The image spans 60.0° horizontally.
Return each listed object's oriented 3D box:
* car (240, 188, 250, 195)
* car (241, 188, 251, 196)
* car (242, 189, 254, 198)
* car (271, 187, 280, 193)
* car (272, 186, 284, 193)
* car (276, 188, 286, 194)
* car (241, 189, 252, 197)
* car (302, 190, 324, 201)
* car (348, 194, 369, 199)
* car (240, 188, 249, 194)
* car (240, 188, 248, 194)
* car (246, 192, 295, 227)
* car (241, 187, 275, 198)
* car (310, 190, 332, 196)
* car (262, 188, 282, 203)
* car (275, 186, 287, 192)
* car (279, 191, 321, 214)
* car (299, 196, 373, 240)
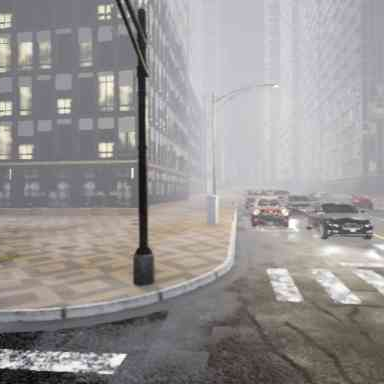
[{"bbox_3d":[11.788,-0.120,73.691,2.008,1.369,4.403,1,1,8],"label":"car"},{"bbox_3d":[11.029,-0.003,68.169,1.887,1.381,4.507,1,1,8],"label":"car"},{"bbox_3d":[9.511,0.243,57.125,1.887,1.381,4.507,1,1,8],"label":"car"},{"bbox_3d":[22.378,-0.537,89.200,1.947,1.339,4.313,1,1,8],"label":"car"},{"bbox_3d":[21.621,-0.665,83.670,2.192,1.841,5.009,1,1,8],"label":"car"},{"bbox_3d":[20.859,-0.313,78.151,1.887,1.381,4.507,1,1,8],"label":"car"},{"bbox_3d":[10.270,0.126,62.647,2.008,1.369,4.403,1,1,8],"label":"car"},{"bbox_3d":[16.304,0.446,45.008,1.947,1.339,4.313,1,1,8],"label":"car"},{"bbox_3d":[14.025,0.832,28.436,1.802,1.307,4.206,1,1,8],"label":"car"},{"bbox_3d":[12.546,-0.227,79.214,1.947,1.339,4.313,1,1,8],"label":"car"},{"bbox_3d":[13.305,-0.371,84.735,1.887,1.381,4.507,1,1,8],"label":"car"},{"bbox_3d":[4.199,1.000,18.470,1.967,1.590,4.097,1,1,8],"label":"car"},{"bbox_3d":[5.718,0.629,29.511,2.192,1.841,5.009,1,1,8],"label":"car"},{"bbox_3d":[15.569,0.525,39.652,1.752,1.417,4.829,1,1,8],"label":"car"},{"bbox_3d":[10.150,0.348,42.548,2.097,1.767,4.553,0,1,8],"label":"car"},{"bbox_3d":[8.798,0.561,32.992,2.097,1.767,4.553,0,1,8],"label":"car"},{"bbox_3d":[7.563,0.914,24.028,1.837,1.490,4.892,0,1,8],"label":"car"},{"bbox_3d":[6.280,1.122,14.701,1.837,1.490,4.892,0,1,8],"label":"car"}]
